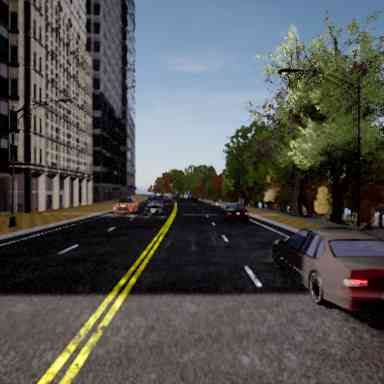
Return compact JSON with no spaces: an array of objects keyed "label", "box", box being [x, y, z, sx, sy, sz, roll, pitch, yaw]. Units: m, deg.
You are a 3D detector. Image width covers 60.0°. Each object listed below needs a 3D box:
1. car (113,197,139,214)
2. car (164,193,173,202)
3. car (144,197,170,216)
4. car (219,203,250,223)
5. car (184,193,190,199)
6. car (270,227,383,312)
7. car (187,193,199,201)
[{"label":"car","box":[-6.905,1.380,35.073,2.097,1.767,4.553,0,0,-1]},{"label":"car","box":[-5.297,1.557,73.449,2.033,1.411,5.357,0,0,-4]},{"label":"car","box":[-3.605,1.517,32.902,2.128,1.511,4.902,0,0,-1]},{"label":"car","box":[3.228,1.568,26.073,2.033,1.411,5.357,0,0,-1]},{"label":"car","box":[-0.316,1.599,93.588,1.994,1.385,4.181,0,0,-5]},{"label":"car","box":[3.352,1.555,7.984,2.033,1.411,5.357,0,0,0]},{"label":"car","box":[0.578,1.601,82.568,1.994,1.385,4.181,0,0,-4]}]
